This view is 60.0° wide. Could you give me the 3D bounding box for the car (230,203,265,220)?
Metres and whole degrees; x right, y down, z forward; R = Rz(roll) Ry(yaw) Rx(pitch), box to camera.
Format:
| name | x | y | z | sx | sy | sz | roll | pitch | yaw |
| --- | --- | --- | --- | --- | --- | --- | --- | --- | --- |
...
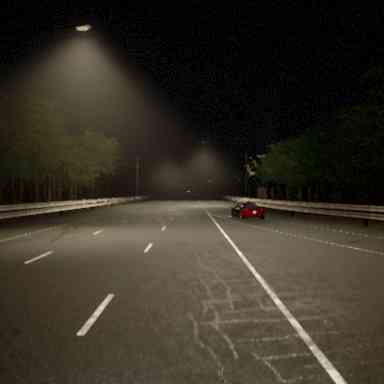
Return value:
| name | x | y | z | sx | sy | sz | roll | pitch | yaw |
| --- | --- | --- | --- | --- | --- | --- | --- | --- | --- |
| car | 4.670 | 1.580 | 28.444 | 1.994 | 1.385 | 4.181 | 0 | 0 | -9 |
